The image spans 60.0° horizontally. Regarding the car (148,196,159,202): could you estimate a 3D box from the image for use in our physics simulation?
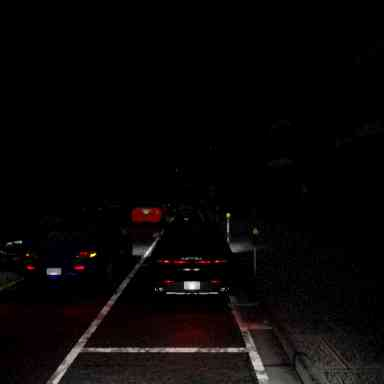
[{"bbox_3d":[-8.408,1.542,73.374,1.887,1.381,4.507,0,0,0],"label":"car"}]

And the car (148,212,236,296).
[{"bbox_3d":[0.000,1.504,8.650,1.837,1.490,4.892,0,0,0],"label":"car"}]

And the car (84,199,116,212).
[{"bbox_3d":[-8.408,1.440,29.575,1.967,1.590,4.097,0,0,0],"label":"car"}]

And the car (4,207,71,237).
[{"bbox_3d":[-8.408,1.582,18.538,1.802,1.307,4.206,0,0,0],"label":"car"}]

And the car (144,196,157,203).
[{"bbox_3d":[-8.408,1.549,67.693,2.008,1.369,4.403,0,0,0],"label":"car"}]

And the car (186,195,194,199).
[{"bbox_3d":[-0.383,1.440,35.101,1.967,1.590,4.097,0,0,0],"label":"car"}]

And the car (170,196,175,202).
[{"bbox_3d":[-2.923,1.491,35.505,2.128,1.511,4.902,0,0,0],"label":"car"}]

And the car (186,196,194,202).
[{"bbox_3d":[-0.383,1.579,79.064,1.802,1.307,4.206,0,0,0],"label":"car"}]

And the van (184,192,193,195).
[{"bbox_3d":[-0.383,1.339,67.702,1.690,1.788,3.998,0,0,0],"label":"van"}]

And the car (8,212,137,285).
[{"bbox_3d":[-2.925,1.525,9.370,1.812,1.442,4.674,0,0,0],"label":"car"}]

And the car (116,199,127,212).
[{"bbox_3d":[-8.408,1.525,34.923,1.752,1.417,4.829,0,0,0],"label":"car"}]

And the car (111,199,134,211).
[{"bbox_3d":[-8.408,1.551,40.611,2.008,1.369,4.403,0,0,0],"label":"car"}]

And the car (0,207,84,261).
[{"bbox_3d":[-5.869,1.491,11.966,2.128,1.511,4.902,0,0,0],"label":"car"}]

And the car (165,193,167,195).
[{"bbox_3d":[-8.408,1.518,90.251,1.752,1.417,4.829,0,0,0],"label":"car"}]

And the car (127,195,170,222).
[{"bbox_3d":[-3.021,1.352,24.010,2.097,1.767,4.553,0,0,0],"label":"car"}]

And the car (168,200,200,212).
[{"bbox_3d":[-0.383,1.551,24.063,2.008,1.369,4.403,0,0,0],"label":"car"}]

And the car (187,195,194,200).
[{"bbox_3d":[-0.383,1.575,90.427,1.802,1.307,4.206,0,0,0],"label":"car"}]
